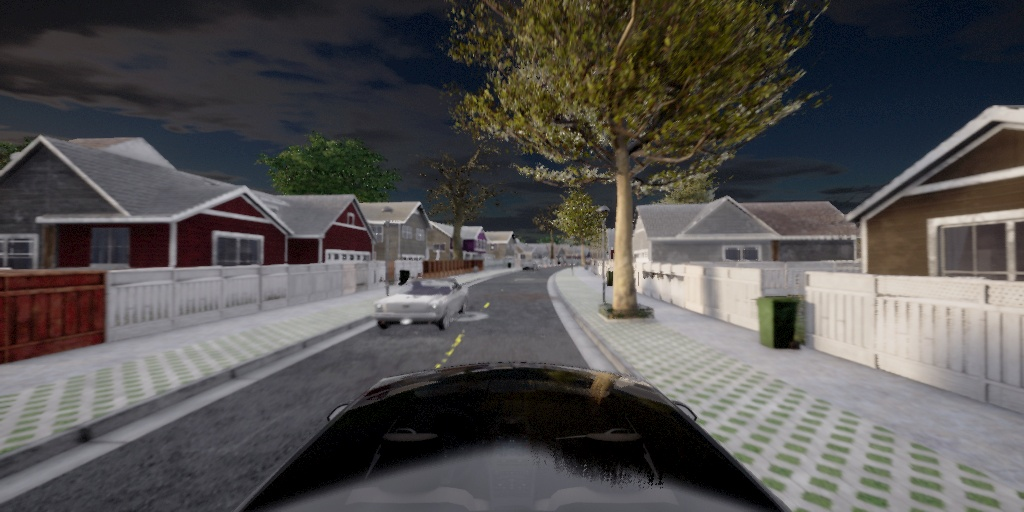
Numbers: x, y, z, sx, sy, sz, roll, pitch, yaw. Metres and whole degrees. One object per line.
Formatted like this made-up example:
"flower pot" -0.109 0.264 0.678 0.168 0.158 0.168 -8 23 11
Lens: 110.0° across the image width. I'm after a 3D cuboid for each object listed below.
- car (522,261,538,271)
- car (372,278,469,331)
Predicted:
"car" 2.703 1.497 53.703 1.837 1.490 4.892 0 0 13
"car" -2.630 1.387 11.365 1.895 1.301 4.718 0 0 2
